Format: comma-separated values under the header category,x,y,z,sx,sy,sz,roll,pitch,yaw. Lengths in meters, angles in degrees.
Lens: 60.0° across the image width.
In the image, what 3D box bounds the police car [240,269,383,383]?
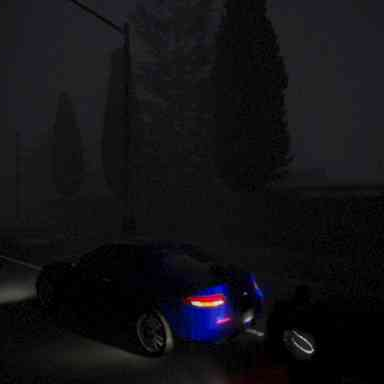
category,x,y,z,sx,sy,sz,roll,pitch,yaw
police car,3.227,1.444,2.813,5.238,1.638,1.930,0,0,36

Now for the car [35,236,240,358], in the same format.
category,x,y,z,sx,sy,sz,roll,pitch,yaw
car,-1.017,1.554,6.053,4.674,1.442,1.812,0,0,39
